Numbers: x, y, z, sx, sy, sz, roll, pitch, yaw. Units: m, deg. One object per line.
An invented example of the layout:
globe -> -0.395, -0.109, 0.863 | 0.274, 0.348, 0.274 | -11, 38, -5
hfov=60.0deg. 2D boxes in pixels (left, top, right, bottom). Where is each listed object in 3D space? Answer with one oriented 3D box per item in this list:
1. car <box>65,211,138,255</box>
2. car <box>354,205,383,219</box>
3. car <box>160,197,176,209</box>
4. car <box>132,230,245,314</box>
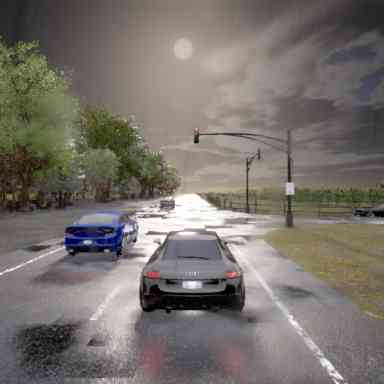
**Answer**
car -> -3.382, 1.482, 13.285 | 1.882, 1.535, 5.008 | 0, 0, 0
car -> 17.779, 1.852, 31.081 | 4.718, 1.301, 1.895 | 1, -1, 1
car -> -3.335, 1.499, 46.687 | 2.128, 1.511, 4.902 | 0, 0, 0
car -> 0.011, 1.566, 7.725 | 1.994, 1.385, 4.181 | 0, 0, 0
